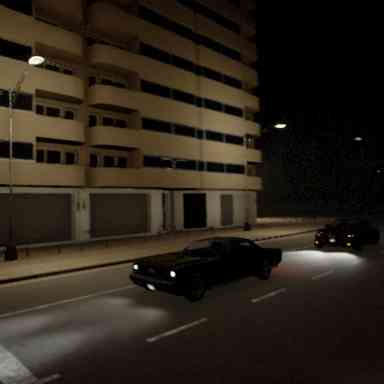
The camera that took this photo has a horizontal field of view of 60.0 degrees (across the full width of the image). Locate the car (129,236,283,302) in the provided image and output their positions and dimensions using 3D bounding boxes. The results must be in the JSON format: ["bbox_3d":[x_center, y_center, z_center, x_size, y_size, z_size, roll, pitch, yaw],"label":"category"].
[{"bbox_3d":[0.604,1.991,9.541,4.718,1.301,1.895,1,-3,-44],"label":"car"}]

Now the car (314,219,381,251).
[{"bbox_3d":[7.756,2.024,16.510,4.181,1.385,1.994,1,-3,-45],"label":"car"}]
